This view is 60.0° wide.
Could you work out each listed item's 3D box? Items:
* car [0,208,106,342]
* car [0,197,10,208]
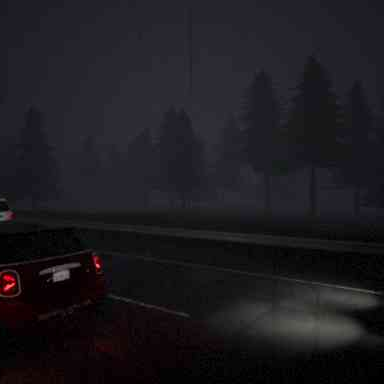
[{"bbox_3d":[-3.843,1.349,6.446,4.553,1.767,2.097,0,0,34],"label":"car"},{"bbox_3d":[-10.083,1.217,14.522,5.566,2.045,2.150,0,0,31],"label":"car"}]
